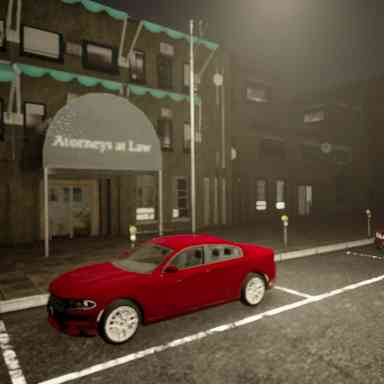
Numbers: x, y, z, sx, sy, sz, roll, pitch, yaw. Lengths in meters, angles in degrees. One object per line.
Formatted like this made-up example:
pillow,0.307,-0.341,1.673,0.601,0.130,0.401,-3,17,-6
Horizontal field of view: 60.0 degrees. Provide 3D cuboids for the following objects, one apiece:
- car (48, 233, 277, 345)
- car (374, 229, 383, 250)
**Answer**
car,-0.316,1.537,6.345,4.507,1.381,1.887,0,0,-36
car,8.701,1.538,12.812,4.206,1.307,1.802,0,0,-36
